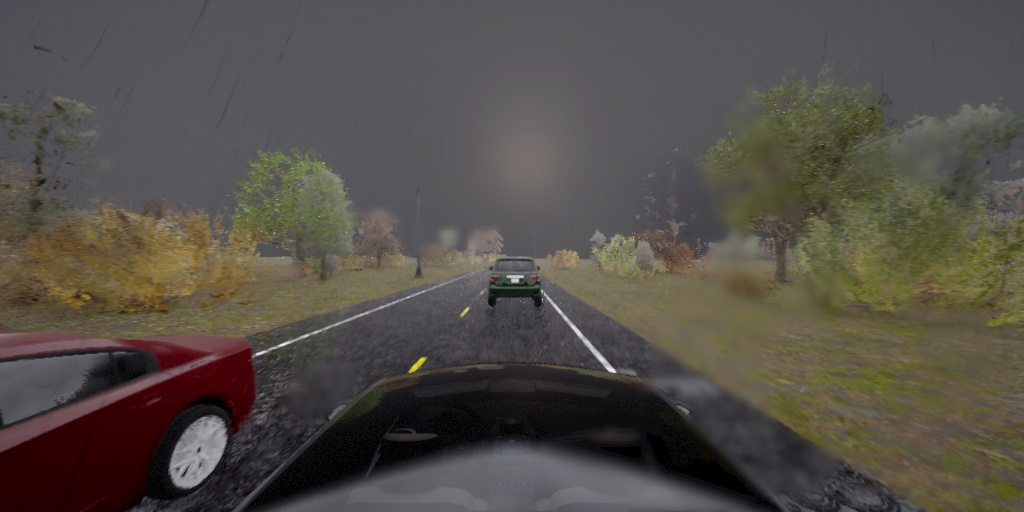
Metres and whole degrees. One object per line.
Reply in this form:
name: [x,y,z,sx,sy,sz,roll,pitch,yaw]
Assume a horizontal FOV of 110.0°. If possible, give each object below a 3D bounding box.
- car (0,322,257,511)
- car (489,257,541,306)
car: [-3.594,1.226,1.628,1.882,1.535,5.008,0,0,0]
car: [0.130,1.049,16.529,2.150,2.045,5.566,0,0,0]
